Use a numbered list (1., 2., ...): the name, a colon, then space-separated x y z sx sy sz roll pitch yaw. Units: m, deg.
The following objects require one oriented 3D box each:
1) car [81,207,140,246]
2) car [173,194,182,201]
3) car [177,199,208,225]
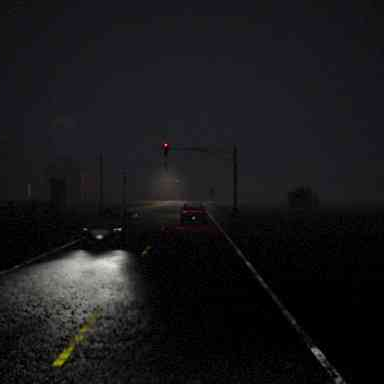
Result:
1. car: -3.583 1.477 15.321 2.128 1.511 4.902 0 0 0
2. car: -3.499 1.335 80.942 1.882 1.535 5.008 0 0 0
3. car: 0.093 1.466 23.675 2.128 1.511 4.902 0 0 0
